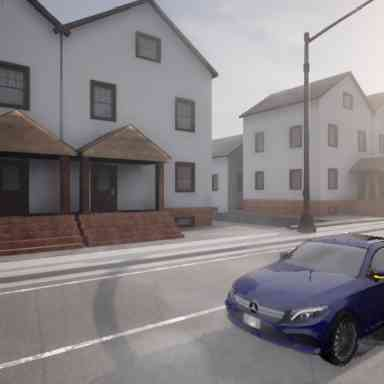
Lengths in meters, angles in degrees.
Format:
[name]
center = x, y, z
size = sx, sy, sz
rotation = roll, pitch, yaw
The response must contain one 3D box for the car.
[car]
center = 2.718, 1.525, 5.937
size = 4.674, 1.442, 1.812
rotation = 0, 0, -36
